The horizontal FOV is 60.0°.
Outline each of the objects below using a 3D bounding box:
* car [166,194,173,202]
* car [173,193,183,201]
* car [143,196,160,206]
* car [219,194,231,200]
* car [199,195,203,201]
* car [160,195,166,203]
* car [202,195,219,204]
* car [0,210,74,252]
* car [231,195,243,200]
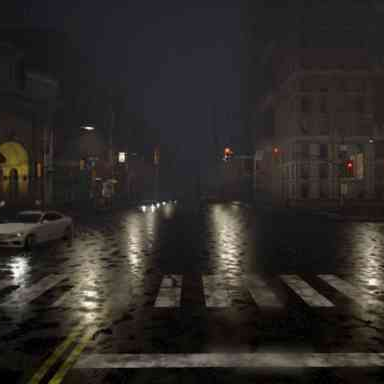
[{"bbox_3d":[-6.440,1.525,75.886,2.128,1.511,4.902,0,0,7],"label":"car"},{"bbox_3d":[-3.966,1.224,85.950,2.150,2.045,5.566,0,0,19],"label":"car"},{"bbox_3d":[-7.013,1.601,56.096,1.895,1.301,4.718,0,0,1],"label":"car"},{"bbox_3d":[8.270,1.466,94.411,1.882,1.535,5.008,0,0,38],"label":"car"},{"bbox_3d":[3.319,1.524,85.422,1.812,1.442,4.674,0,0,22],"label":"car"},{"bbox_3d":[-6.979,1.491,65.733,2.128,1.511,4.902,0,0,1],"label":"car"},{"bbox_3d":[3.663,1.491,65.687,2.128,1.511,4.902,0,0,1],"label":"car"},{"bbox_3d":[-6.764,1.526,14.221,1.812,1.442,4.674,0,0,7],"label":"car"},{"bbox_3d":[12.491,1.500,94.191,1.837,1.490,4.892,0,0,41],"label":"car"}]
